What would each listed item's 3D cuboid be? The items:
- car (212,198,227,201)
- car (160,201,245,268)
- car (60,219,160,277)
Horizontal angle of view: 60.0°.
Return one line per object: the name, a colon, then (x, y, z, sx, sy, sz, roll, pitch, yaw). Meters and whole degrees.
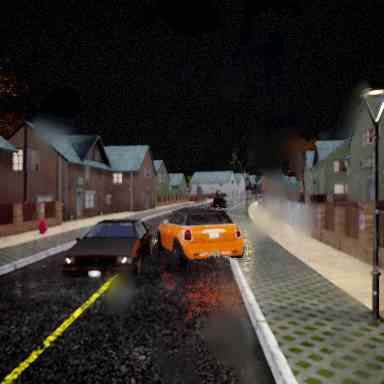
car: (3.627, 1.500, 43.979, 1.812, 1.442, 4.674, 0, 0, 11)
car: (0.096, 1.356, 11.810, 2.097, 1.767, 4.553, -1, -1, -15)
car: (-2.370, 1.587, 10.674, 2.033, 1.411, 5.357, 0, 0, -1)
